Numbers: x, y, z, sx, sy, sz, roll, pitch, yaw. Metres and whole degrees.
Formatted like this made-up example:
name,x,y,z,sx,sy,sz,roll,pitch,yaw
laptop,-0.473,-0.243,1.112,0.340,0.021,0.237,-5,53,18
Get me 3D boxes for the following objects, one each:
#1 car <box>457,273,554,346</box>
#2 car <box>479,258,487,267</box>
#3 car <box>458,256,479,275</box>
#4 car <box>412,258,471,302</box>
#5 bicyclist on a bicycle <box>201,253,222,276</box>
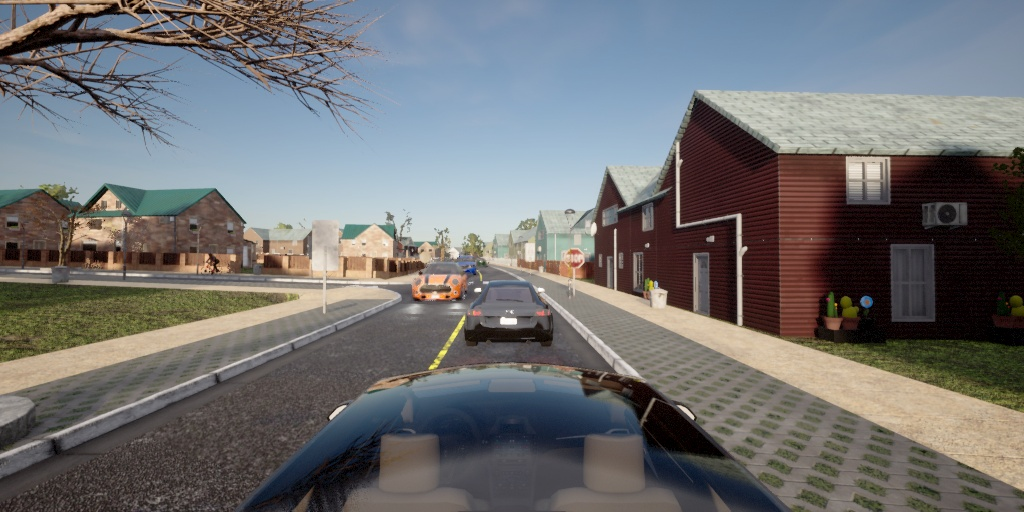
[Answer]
name,x,y,z,sx,sy,sz,roll,pitch,yaw
car,-0.064,1.316,9.388,1.994,1.385,4.181,0,0,0
car,-5.816,1.105,65.105,2.097,1.767,4.553,0,0,-10
car,-4.734,0.973,36.836,2.150,2.045,5.566,0,0,-6
car,-3.273,1.103,17.094,2.097,1.767,4.553,0,0,-3
bicyclist on a bicycle,-22.072,0.632,26.378,0.582,1.620,1.656,1,0,8
